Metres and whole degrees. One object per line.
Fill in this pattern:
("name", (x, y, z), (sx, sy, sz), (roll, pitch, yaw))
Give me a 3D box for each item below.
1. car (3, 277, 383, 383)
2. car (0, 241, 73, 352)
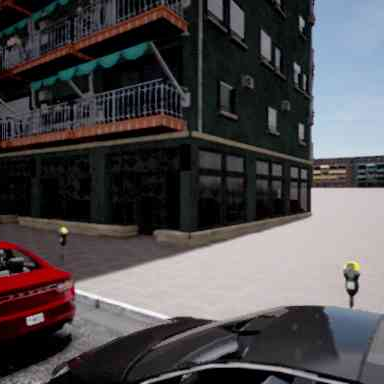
("car", (0.764, 1.560, 2.330), (4.313, 1.339, 1.947), (1, 0, 35))
("car", (-3.840, 1.486, 5.580), (4.507, 1.381, 1.887), (1, 0, 35))
